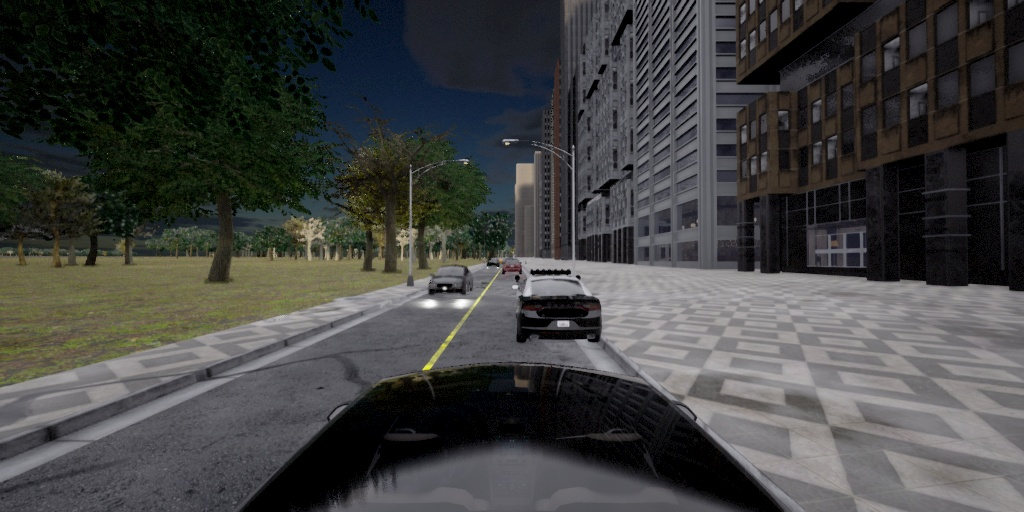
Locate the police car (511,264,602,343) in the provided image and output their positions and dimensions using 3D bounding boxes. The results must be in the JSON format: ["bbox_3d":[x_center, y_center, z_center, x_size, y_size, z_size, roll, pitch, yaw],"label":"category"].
[{"bbox_3d":[1.038,1.174,9.859,1.930,1.638,5.238,0,0,0],"label":"police car"}]

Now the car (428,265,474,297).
[{"bbox_3d":[-3.127,1.248,19.035,1.837,1.490,4.892,0,0,0],"label":"car"}]

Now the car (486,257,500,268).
[{"bbox_3d":[-3.172,1.029,60.491,2.097,1.767,4.553,0,0,0],"label":"car"}]

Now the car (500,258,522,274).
[{"bbox_3d":[0.018,1.062,39.647,2.097,1.767,4.553,0,0,0],"label":"car"}]
